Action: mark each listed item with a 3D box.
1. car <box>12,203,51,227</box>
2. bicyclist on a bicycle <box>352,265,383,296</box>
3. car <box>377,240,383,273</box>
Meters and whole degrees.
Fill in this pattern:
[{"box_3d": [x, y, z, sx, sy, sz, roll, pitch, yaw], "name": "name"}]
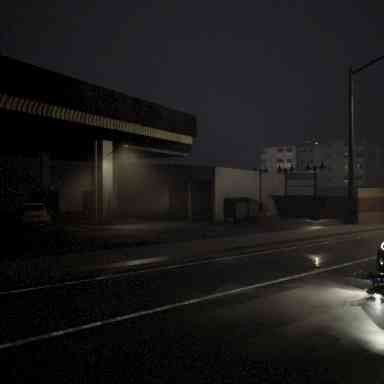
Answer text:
[{"box_3d": [-10.675, 1.456, 22.009, 1.970, 1.475, 3.806, 0, 0, -35], "name": "car"}, {"box_3d": [4.399, 2.012, 7.368, 1.656, 0.582, 1.620, -2, -1, 31], "name": "bicyclist on a bicycle"}, {"box_3d": [7.037, 1.352, 9.122, 4.553, 1.767, 2.097, 0, 0, -36], "name": "car"}]
